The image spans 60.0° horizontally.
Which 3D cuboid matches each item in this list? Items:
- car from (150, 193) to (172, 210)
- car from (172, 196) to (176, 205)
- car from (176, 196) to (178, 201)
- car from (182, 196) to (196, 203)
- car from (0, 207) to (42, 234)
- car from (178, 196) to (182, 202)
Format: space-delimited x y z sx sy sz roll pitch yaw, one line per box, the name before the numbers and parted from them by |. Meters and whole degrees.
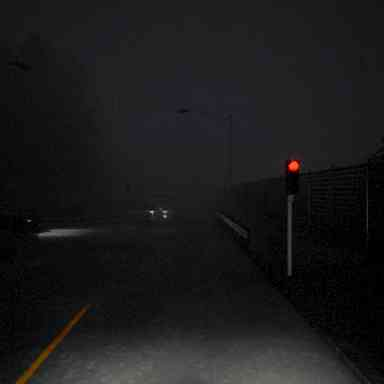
car | -4.231 1.217 43.935 2.150 2.045 5.566 0 0 0
car | -4.249 1.346 54.068 2.097 1.767 4.553 0 0 0
car | -4.222 1.519 64.964 1.812 1.442 4.674 0 0 0
car | -0.348 1.498 67.859 1.837 1.490 4.892 0 0 -5
car | -10.806 1.523 18.351 4.674 1.442 1.812 0 0 -4
car | -4.298 1.532 77.345 5.357 1.411 2.033 0 0 40
